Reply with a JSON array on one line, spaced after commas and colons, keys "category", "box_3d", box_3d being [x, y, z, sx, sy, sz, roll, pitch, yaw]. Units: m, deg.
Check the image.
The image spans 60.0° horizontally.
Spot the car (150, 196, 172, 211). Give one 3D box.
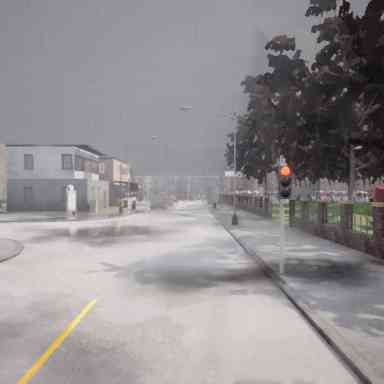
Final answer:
[{"category": "car", "box_3d": [-4.062, 1.547, 42.011, 2.033, 1.411, 5.357, 0, 0, 0]}]

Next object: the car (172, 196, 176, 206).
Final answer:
[{"category": "car", "box_3d": [-4.046, 1.353, 52.115, 2.097, 1.767, 4.553, 0, 0, 0]}]
